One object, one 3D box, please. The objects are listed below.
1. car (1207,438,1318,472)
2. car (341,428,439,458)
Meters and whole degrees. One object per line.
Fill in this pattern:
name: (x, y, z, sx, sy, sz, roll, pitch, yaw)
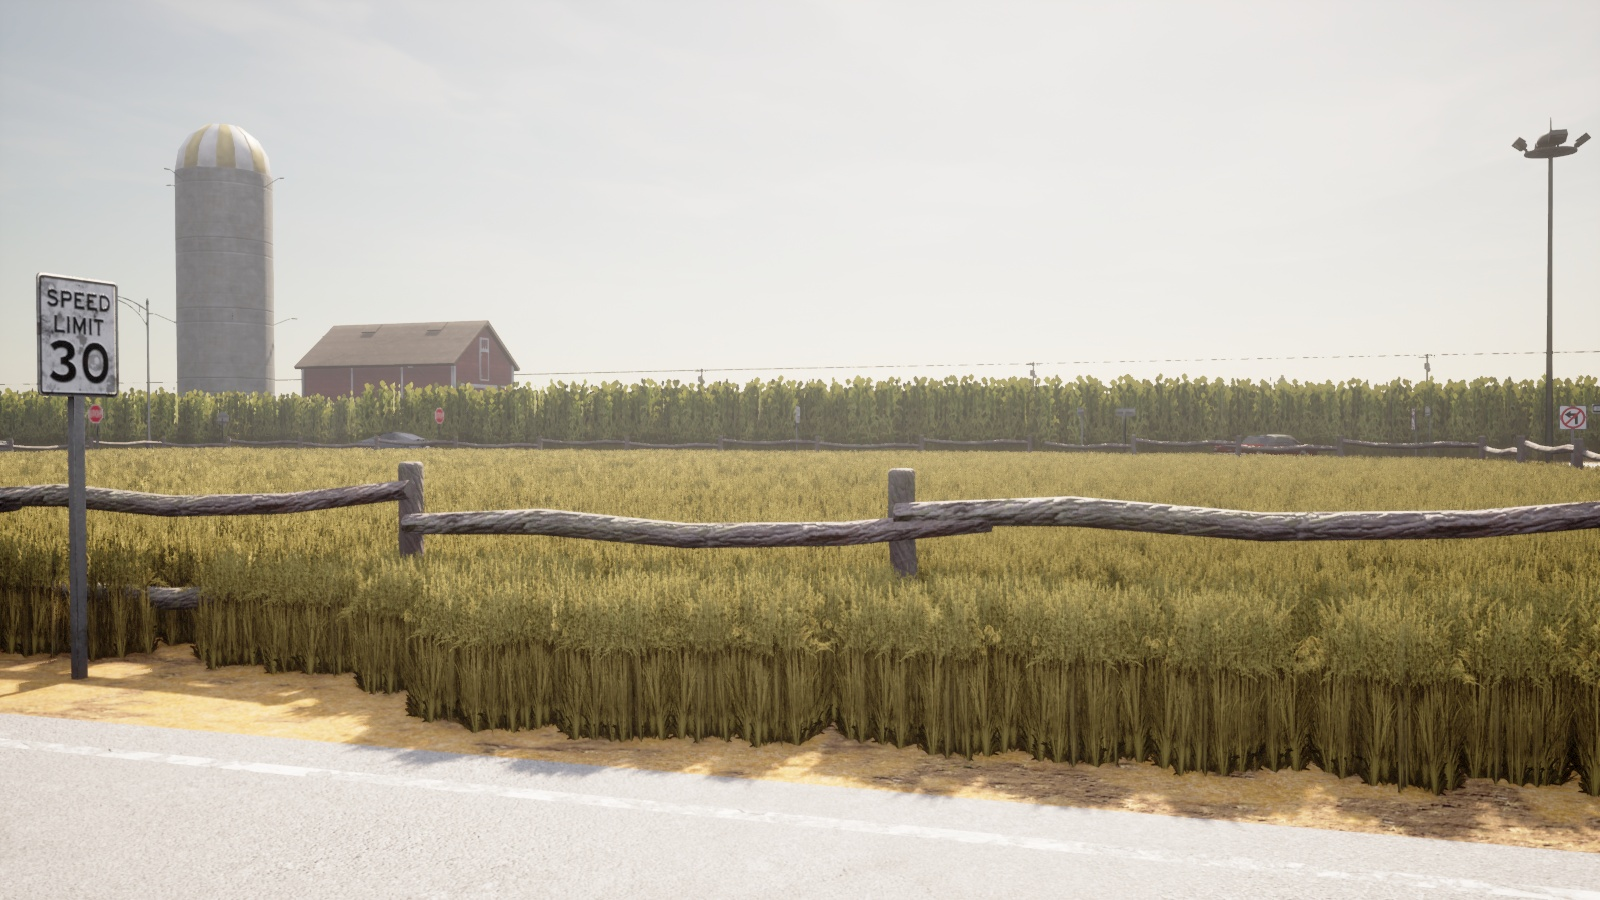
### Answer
car: (19.069, 0.171, 51.701, 4.718, 1.301, 1.895, 0, 1, -34)
car: (-20.075, -0.355, 61.578, 4.181, 1.385, 1.994, 1, 1, 18)
